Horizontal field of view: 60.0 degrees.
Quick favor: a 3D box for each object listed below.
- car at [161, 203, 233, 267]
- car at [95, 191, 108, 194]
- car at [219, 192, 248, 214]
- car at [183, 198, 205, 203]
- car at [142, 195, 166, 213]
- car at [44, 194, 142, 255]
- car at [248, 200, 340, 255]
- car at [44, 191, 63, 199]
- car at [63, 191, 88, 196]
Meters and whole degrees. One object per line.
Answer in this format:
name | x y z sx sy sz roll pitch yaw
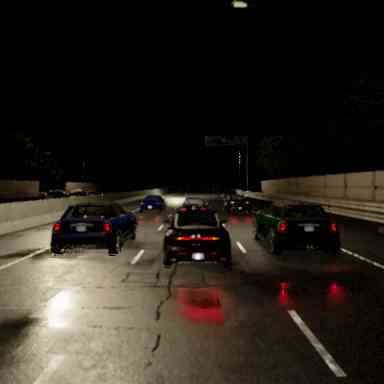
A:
car | 0.114 1.305 10.619 1.837 1.490 4.892 0 1 -1
car | -13.868 0.610 51.068 1.994 1.385 4.181 0 1 1
car | 3.679 0.976 27.625 2.128 1.511 4.902 0 1 1
car | 0.140 1.099 23.977 2.033 1.411 5.357 0 1 1
car | -3.315 0.990 28.629 1.812 1.442 4.674 0 1 0
car | -3.383 1.120 12.350 2.097 1.767 4.553 0 1 1
car | 3.617 1.121 12.329 2.097 1.767 4.553 0 1 1
car | -20.860 0.576 50.773 1.812 1.442 4.674 0 1 1
car | -17.363 0.535 51.141 2.128 1.511 4.902 0 1 1
